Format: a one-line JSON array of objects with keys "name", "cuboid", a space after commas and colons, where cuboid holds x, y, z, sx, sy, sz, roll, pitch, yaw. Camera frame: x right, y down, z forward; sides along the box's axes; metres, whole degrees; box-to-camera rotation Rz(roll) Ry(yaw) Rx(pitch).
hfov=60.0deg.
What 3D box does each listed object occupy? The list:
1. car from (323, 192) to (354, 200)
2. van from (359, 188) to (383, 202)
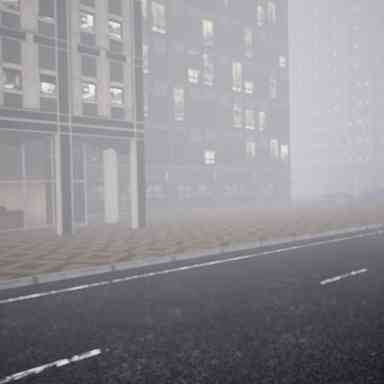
[{"name": "car", "cuboid": [22.076, 0.554, 50.399, 1.887, 1.381, 4.507, -1, 1, -35]}, {"name": "van", "cuboid": [25.288, 0.373, 45.885, 1.690, 1.788, 3.998, -1, 1, -35]}]
